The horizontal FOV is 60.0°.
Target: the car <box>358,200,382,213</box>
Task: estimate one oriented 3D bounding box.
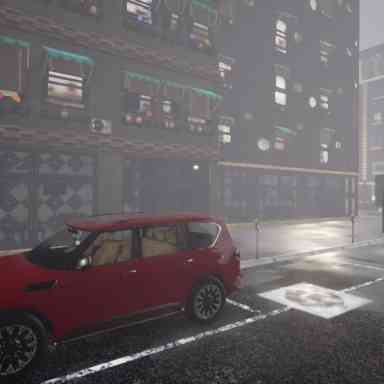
[{"bbox_3d":[20.164,1.538,37.360,1.887,1.381,4.507,1,0,-36],"label":"car"}]

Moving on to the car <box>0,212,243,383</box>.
[{"bbox_3d":[-1.362,1.316,5.584,5.009,1.841,2.192,0,1,-35],"label":"car"}]
